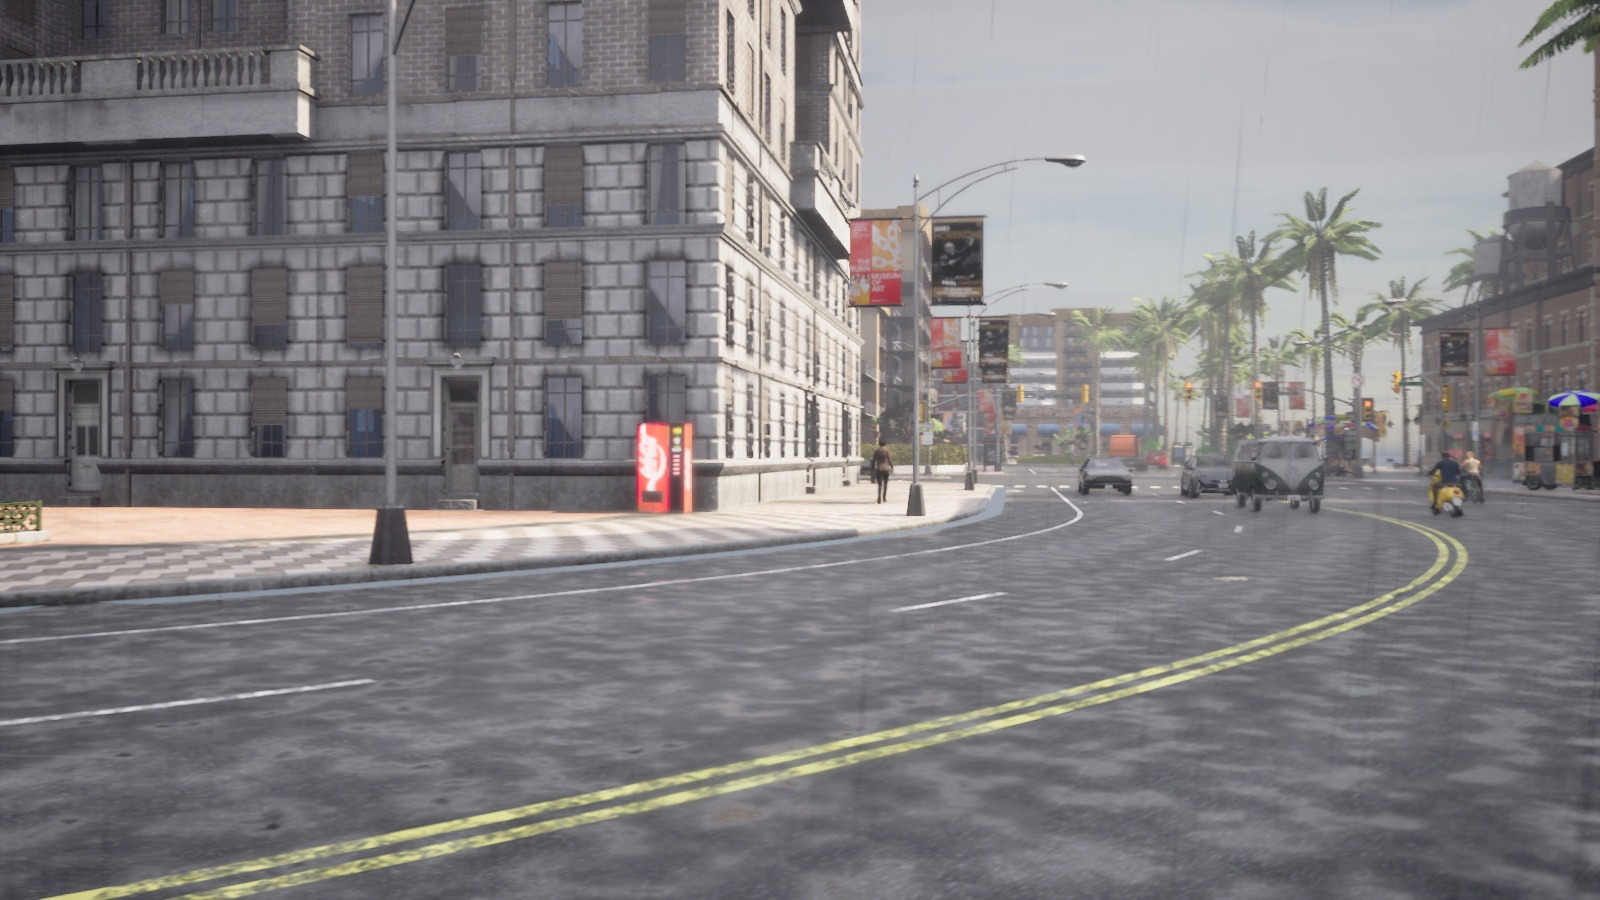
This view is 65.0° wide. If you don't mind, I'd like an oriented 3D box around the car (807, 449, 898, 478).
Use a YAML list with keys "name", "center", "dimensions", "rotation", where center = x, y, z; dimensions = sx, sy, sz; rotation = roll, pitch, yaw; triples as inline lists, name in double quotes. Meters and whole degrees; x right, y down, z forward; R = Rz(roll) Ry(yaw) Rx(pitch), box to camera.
- name: "car"
  center: [3.090, 0.771, 73.048]
  dimensions: [5.027, 1.651, 2.152]
  rotation: [0, 0, 9]

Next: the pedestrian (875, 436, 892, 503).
- name: "pedestrian"
  center: [2.280, 0.515, 34.170]
  dimensions: [0.328, 1.805, 0.869]
  rotation: [0, 0, 12]

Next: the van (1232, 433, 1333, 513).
- name: "van"
  center: [12.850, 0.582, 33.712]
  dimensions: [1.775, 1.987, 4.442]
  rotation: [0, 0, 11]

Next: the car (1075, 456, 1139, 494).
- name: "car"
  center: [11.865, 0.932, 48.799]
  dimensions: [2.033, 1.411, 5.357]
  rotation: [0, 0, 10]

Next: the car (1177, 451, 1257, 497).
- name: "car"
  center: [14.657, 0.808, 44.379]
  dimensions: [2.007, 1.525, 4.514]
  rotation: [0, 0, 10]

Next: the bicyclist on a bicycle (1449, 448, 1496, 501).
- name: "bicyclist on a bicycle"
  center: [20.915, 0.762, 39.083]
  dimensions: [0.866, 1.612, 1.509]
  rotation: [0, 0, 10]

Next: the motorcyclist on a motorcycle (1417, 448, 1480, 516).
- name: "motorcyclist on a motorcycle"
  center: [15.798, 0.763, 30.638]
  dimensions: [0.866, 1.590, 1.817]
  rotation: [0, 0, 10]
